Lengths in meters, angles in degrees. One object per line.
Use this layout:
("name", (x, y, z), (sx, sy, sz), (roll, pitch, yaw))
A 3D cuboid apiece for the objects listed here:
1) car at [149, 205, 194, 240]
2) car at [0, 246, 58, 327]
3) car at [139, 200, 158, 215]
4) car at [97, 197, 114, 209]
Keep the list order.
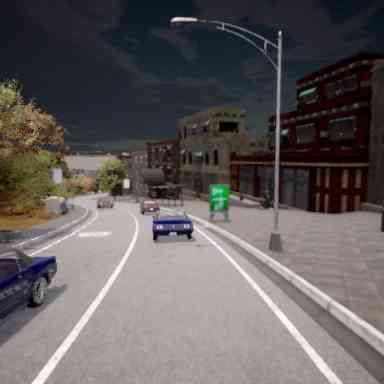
("car", (-1.119, 1.585, 17.075), (1.895, 1.301, 4.718), (-1, 0, -7))
("car", (-3.807, 1.618, 5.128), (1.895, 1.301, 4.718), (0, 0, -3))
("car", (-4.497, 1.528, 34.748), (1.812, 1.442, 4.674), (-1, 0, -14))
("car", (-12.688, 1.548, 48.647), (2.097, 1.767, 4.553), (-2, 0, -20))
